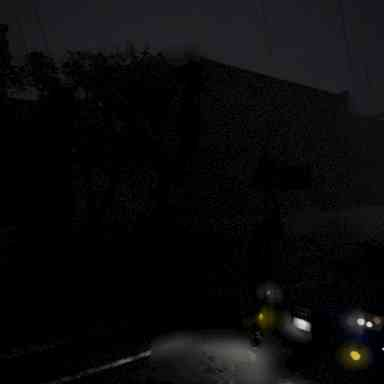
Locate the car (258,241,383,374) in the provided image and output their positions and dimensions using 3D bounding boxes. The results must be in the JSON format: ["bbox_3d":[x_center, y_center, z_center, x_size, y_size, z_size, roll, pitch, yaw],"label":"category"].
[{"bbox_3d":[3.075,1.563,5.550,4.181,1.385,1.994,0,0,-35],"label":"car"}]
